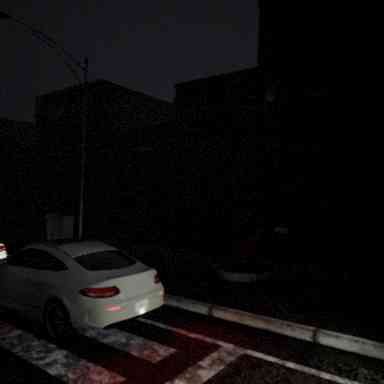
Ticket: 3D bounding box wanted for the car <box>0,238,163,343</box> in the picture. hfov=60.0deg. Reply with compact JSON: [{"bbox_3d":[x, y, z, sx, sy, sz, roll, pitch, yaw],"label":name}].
[{"bbox_3d":[-2.650,1.681,6.712,4.674,1.442,1.812,-1,-2,37],"label":"car"}]
